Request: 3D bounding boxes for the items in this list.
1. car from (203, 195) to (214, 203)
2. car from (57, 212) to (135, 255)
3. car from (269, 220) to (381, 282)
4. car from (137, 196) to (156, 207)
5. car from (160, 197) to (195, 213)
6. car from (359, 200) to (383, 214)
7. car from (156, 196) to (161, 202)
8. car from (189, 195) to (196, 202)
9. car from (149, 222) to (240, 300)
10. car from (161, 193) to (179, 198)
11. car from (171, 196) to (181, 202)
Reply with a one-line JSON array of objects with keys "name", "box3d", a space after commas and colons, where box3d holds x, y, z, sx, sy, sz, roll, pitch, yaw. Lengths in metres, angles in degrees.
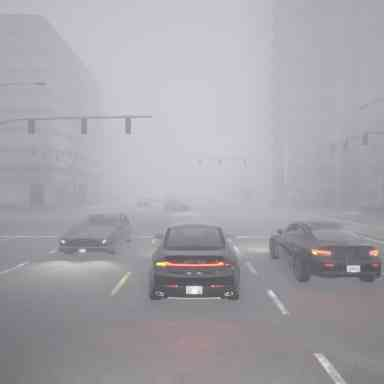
[{"name": "car", "box3d": [3.551, 1.502, 71.109, 1.837, 1.490, 4.892, 0, 0, 0]}, {"name": "car", "box3d": [-3.598, 1.547, 13.586, 2.033, 1.411, 5.357, 0, 0, 0]}, {"name": "car", "box3d": [3.565, 1.526, 9.622, 1.812, 1.442, 4.674, 0, 0, 0]}, {"name": "car", "box3d": [-7.092, 1.547, 50.344, 2.033, 1.411, 5.357, 0, 0, 0]}, {"name": "car", "box3d": [-1.725, 1.564, 37.148, 1.994, 1.385, 4.181, 0, 0, -24]}, {"name": "car", "box3d": [20.850, 1.547, 35.482, 5.357, 1.411, 2.033, 0, 0, 1]}, {"name": "car", "box3d": [-6.996, 1.477, 68.330, 1.882, 1.535, 5.008, 0, 0, 0]}, {"name": "car", "box3d": [0.009, 1.364, 73.874, 2.128, 1.511, 4.902, 0, 0, 0]}, {"name": "car", "box3d": [0.059, 1.505, 8.366, 1.837, 1.490, 4.892, 0, 0, 0]}, {"name": "car", "box3d": [-3.581, 1.223, 56.984, 2.150, 2.045, 5.566, 0, 0, 0]}, {"name": "car", "box3d": [-3.492, 1.554, 72.479, 1.895, 1.301, 4.718, 0, 0, 0]}]
